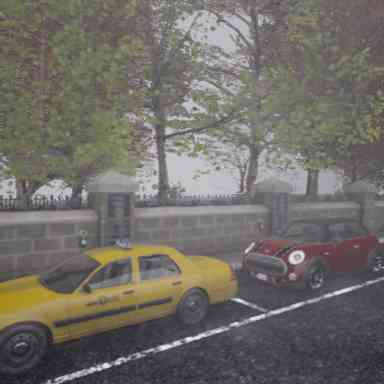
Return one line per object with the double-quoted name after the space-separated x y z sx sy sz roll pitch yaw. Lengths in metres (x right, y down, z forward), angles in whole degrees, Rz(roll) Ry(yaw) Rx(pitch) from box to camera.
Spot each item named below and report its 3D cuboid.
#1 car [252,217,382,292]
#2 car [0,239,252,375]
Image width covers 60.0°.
3.250 1.440 8.874 4.097 1.590 1.967 0 0 -35 "car"
-1.398 1.525 5.559 4.829 1.417 1.752 0 0 -35 "car"
